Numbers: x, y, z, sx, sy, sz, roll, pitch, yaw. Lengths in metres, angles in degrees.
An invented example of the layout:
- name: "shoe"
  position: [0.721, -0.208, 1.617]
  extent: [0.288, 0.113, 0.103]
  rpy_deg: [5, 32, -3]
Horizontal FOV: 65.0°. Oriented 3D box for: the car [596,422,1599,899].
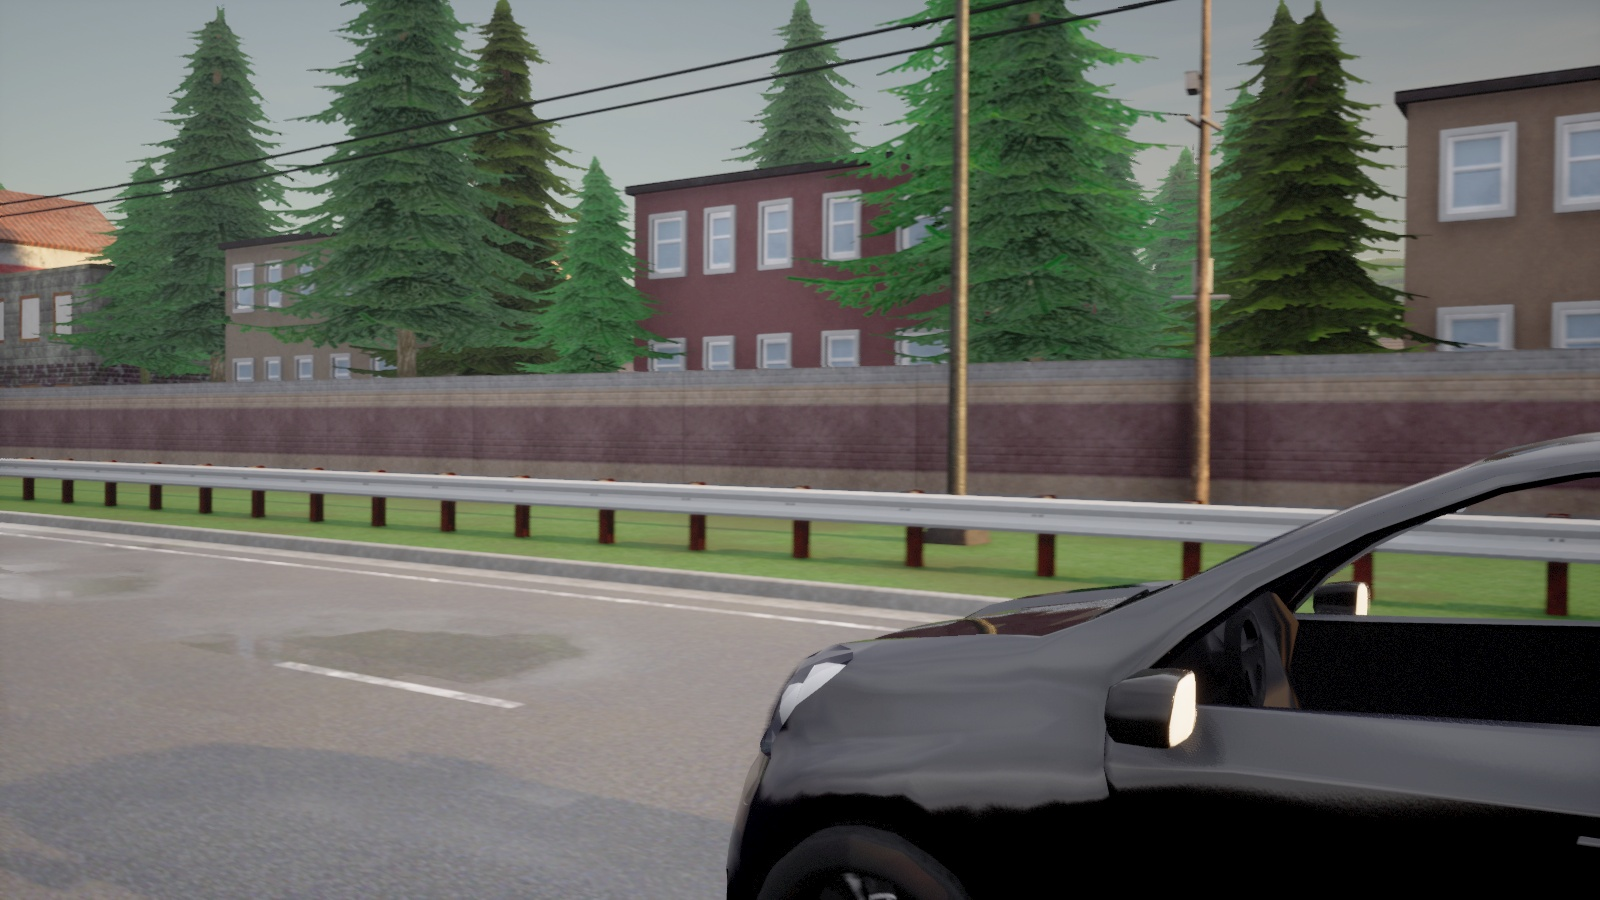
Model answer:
- name: "car"
  position: [1.574, 0.696, 2.578]
  extent: [3.633, 1.501, 1.845]
  rpy_deg: [0, 1, 34]
